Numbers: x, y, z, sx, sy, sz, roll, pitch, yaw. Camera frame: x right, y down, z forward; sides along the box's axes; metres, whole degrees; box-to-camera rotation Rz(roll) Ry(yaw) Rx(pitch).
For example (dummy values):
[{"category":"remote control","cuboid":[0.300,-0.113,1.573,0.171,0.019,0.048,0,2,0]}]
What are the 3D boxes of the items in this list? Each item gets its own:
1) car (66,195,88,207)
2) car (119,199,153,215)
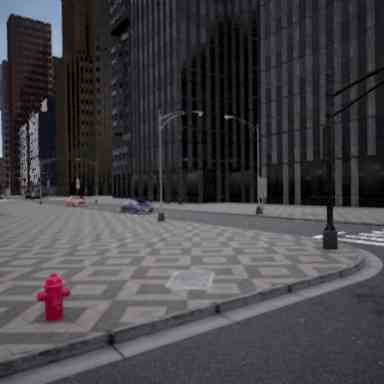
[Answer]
[{"category":"car","cuboid":[-16.769,1.288,48.621,2.097,1.767,4.553,-1,1,-35]},{"category":"car","cuboid":[-5.507,1.384,32.495,1.812,1.442,4.674,-1,1,-35]}]
